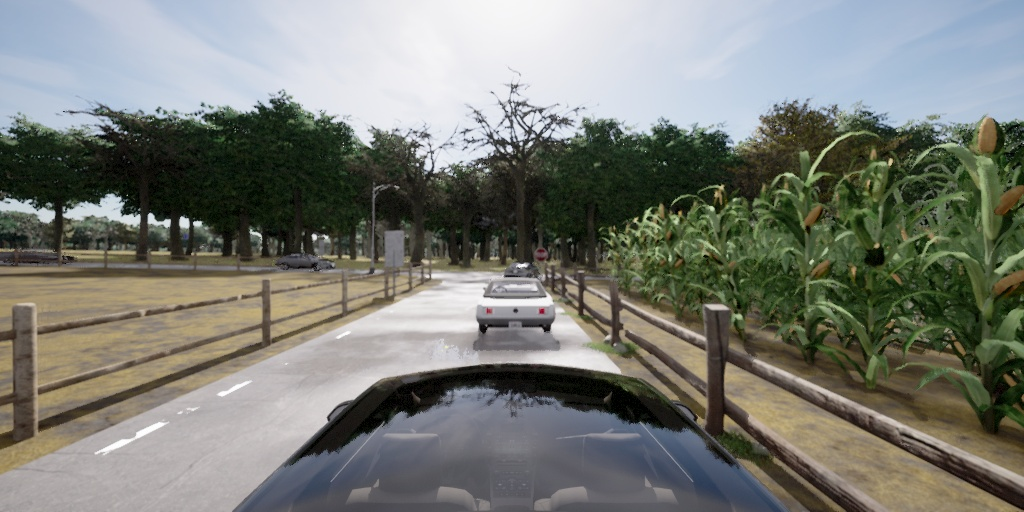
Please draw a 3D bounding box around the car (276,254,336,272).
[{"bbox_3d":[-18.629,0.600,32.486,4.902,1.511,2.128,1,0,0],"label":"car"}]

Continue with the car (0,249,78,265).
[{"bbox_3d":[-42.896,0.079,32.475,5.357,1.411,2.033,1,0,0],"label":"car"}]

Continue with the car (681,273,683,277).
[{"bbox_3d":[17.772,1.522,35.486,4.181,1.385,1.994,1,0,0],"label":"car"}]

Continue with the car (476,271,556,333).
[{"bbox_3d":[0.068,1.285,10.504,1.895,1.301,4.718,0,0,0],"label":"car"}]

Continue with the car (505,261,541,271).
[{"bbox_3d":[0.889,1.111,26.915,2.033,1.411,5.357,0,0,15],"label":"car"}]
